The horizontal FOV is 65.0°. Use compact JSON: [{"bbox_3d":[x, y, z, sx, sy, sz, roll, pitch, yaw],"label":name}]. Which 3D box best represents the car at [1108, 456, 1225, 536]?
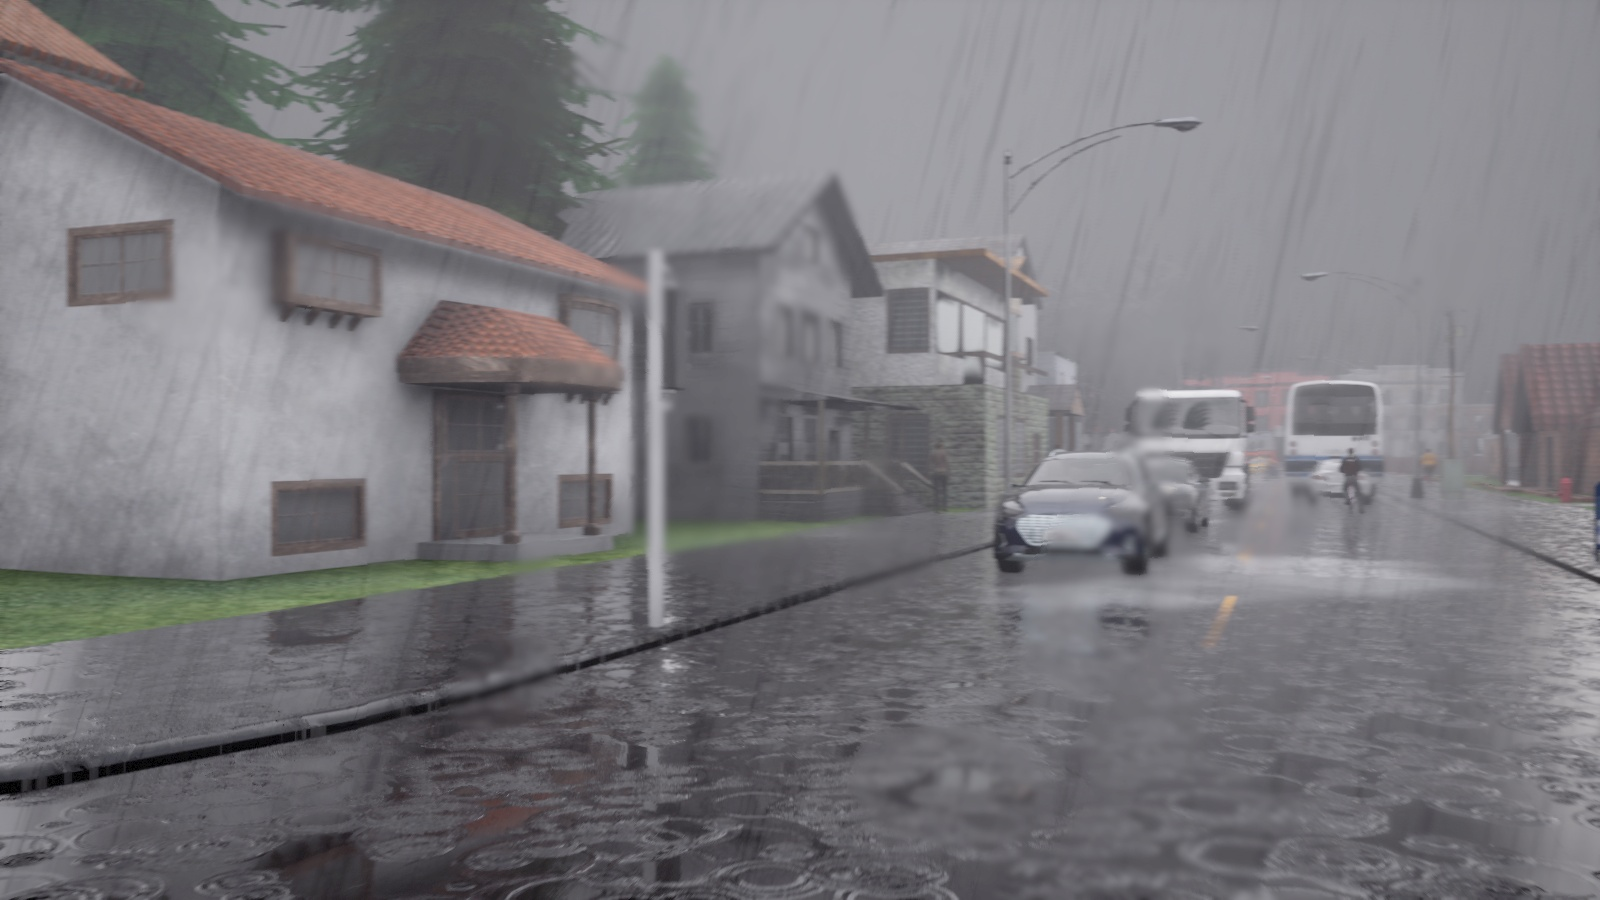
[{"bbox_3d":[7.722,0.884,26.175,1.837,1.490,4.892,0,0,22],"label":"car"}]

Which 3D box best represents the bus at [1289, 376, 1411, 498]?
[{"bbox_3d":[21.413,-0.419,49.292,3.944,4.253,10.273,0,0,22],"label":"bus"}]

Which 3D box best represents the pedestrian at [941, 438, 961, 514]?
[{"bbox_3d":[3.711,0.641,30.823,0.331,1.846,0.634,0,0,20],"label":"pedestrian"}]

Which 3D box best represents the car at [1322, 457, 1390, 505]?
[{"bbox_3d":[17.718,0.943,40.173,1.812,1.442,4.674,0,0,22],"label":"car"}]

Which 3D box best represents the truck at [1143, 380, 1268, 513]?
[{"bbox_3d":[12.068,-0.055,36.901,2.891,3.462,7.936,0,0,22],"label":"truck"}]

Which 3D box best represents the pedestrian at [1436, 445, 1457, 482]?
[{"bbox_3d":[32.792,0.701,63.730,0.874,1.855,0.900,0,0,22],"label":"pedestrian"}]

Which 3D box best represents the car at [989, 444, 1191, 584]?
[{"bbox_3d":[4.186,0.771,17.476,2.033,1.649,4.856,0,0,22],"label":"car"}]
